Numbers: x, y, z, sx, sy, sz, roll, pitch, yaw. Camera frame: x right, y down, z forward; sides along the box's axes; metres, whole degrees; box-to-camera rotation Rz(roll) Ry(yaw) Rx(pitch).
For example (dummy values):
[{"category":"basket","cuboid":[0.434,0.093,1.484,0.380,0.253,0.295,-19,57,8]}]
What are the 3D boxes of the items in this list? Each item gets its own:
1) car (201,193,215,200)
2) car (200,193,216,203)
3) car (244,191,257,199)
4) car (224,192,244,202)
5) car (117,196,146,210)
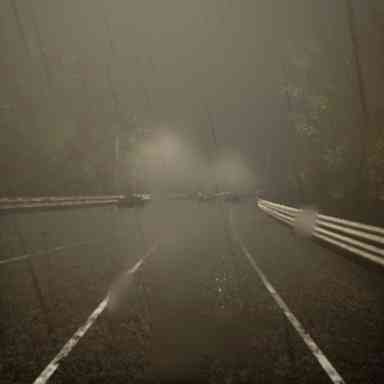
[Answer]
[{"category":"car","cuboid":[3.483,0.936,71.971,1.882,1.535,5.008,1,1,17]},{"category":"car","cuboid":[2.825,0.947,57.429,2.097,1.767,4.553,1,1,16]},{"category":"car","cuboid":[14.818,1.013,85.584,2.128,1.511,4.902,1,1,17]},{"category":"car","cuboid":[7.961,0.971,62.444,2.097,1.767,4.553,1,1,17]},{"category":"car","cuboid":[-6.757,1.165,37.431,1.812,1.442,4.674,1,1,16]}]
